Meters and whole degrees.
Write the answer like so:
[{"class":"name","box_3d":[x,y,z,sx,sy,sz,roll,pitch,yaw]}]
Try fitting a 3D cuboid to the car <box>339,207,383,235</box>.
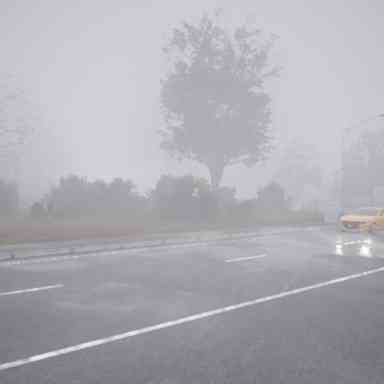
[{"class":"car","box_3d":[11.070,1.685,20.458,5.008,1.535,1.882,1,0,-35]}]
